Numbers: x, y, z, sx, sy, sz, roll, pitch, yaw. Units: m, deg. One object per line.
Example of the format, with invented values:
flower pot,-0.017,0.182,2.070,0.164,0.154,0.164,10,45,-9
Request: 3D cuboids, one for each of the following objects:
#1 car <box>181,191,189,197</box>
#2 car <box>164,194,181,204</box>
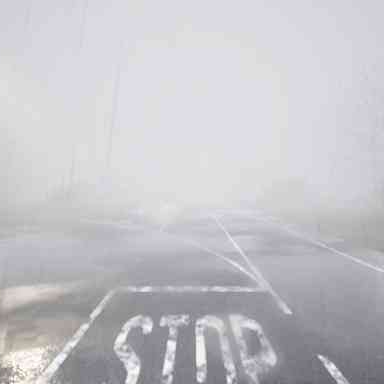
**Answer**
car,-2.027,0.568,92.275,2.097,1.767,4.553,0,1,7
car,-3.390,1.084,52.782,2.128,1.511,4.902,0,0,0
